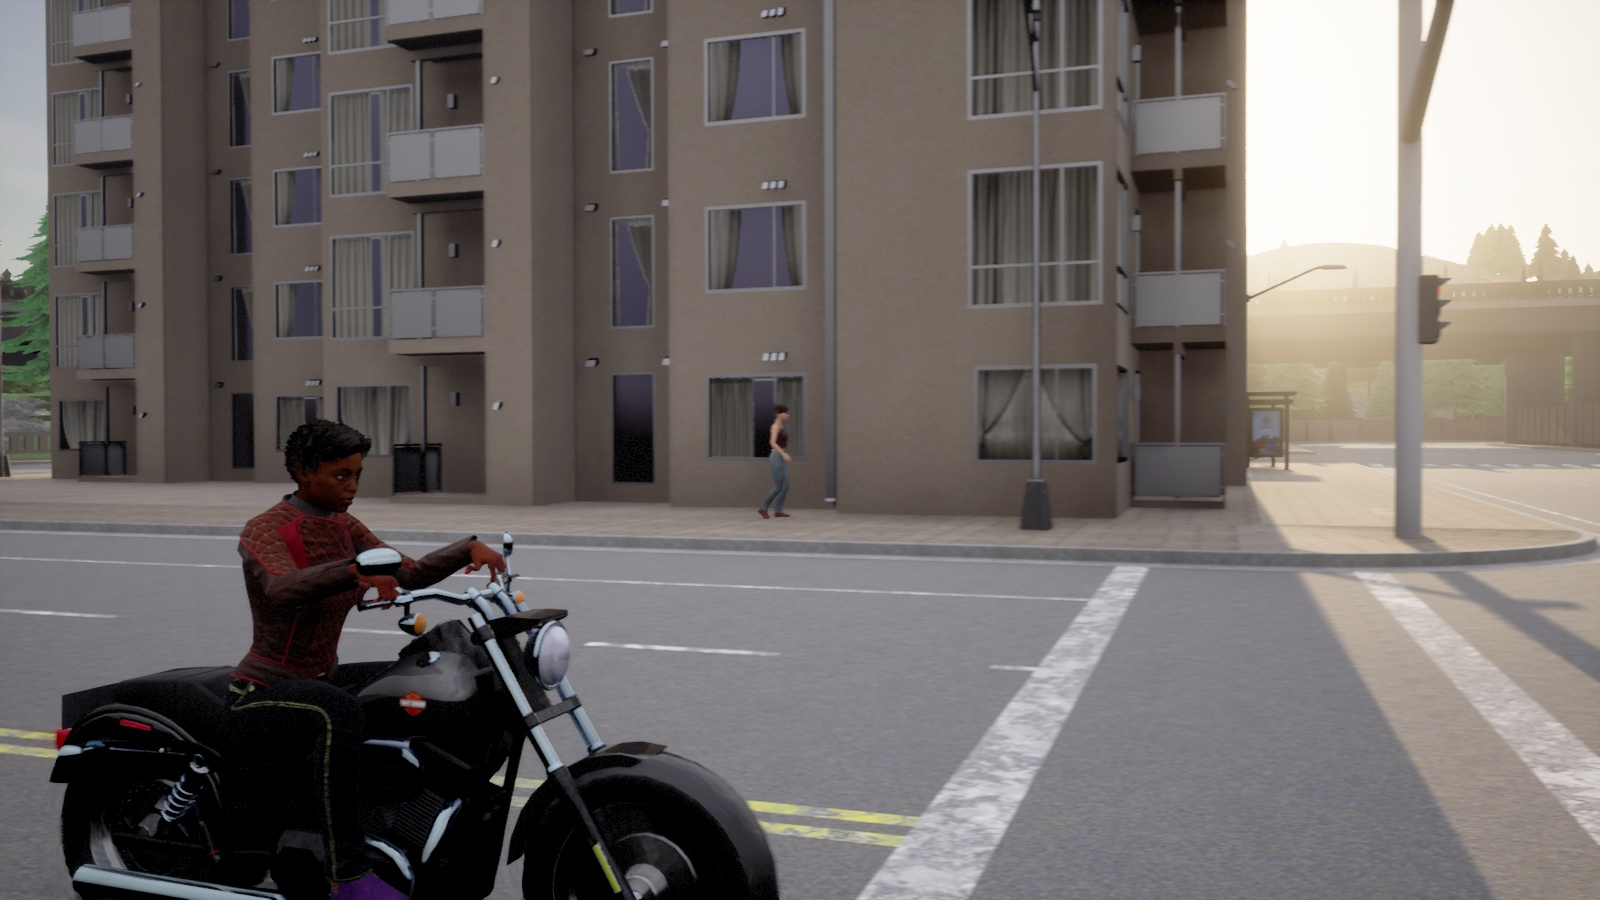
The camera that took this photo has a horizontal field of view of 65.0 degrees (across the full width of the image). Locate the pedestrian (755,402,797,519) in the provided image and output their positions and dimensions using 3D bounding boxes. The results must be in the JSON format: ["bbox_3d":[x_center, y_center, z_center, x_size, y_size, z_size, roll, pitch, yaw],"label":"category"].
[{"bbox_3d":[-0.385,0.162,20.075,0.594,1.836,0.345,0,1,15],"label":"pedestrian"}]

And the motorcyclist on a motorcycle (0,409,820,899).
[{"bbox_3d":[-1.184,0.715,3.602,2.350,1.649,0.766,1,1,18],"label":"motorcyclist on a motorcycle"}]
